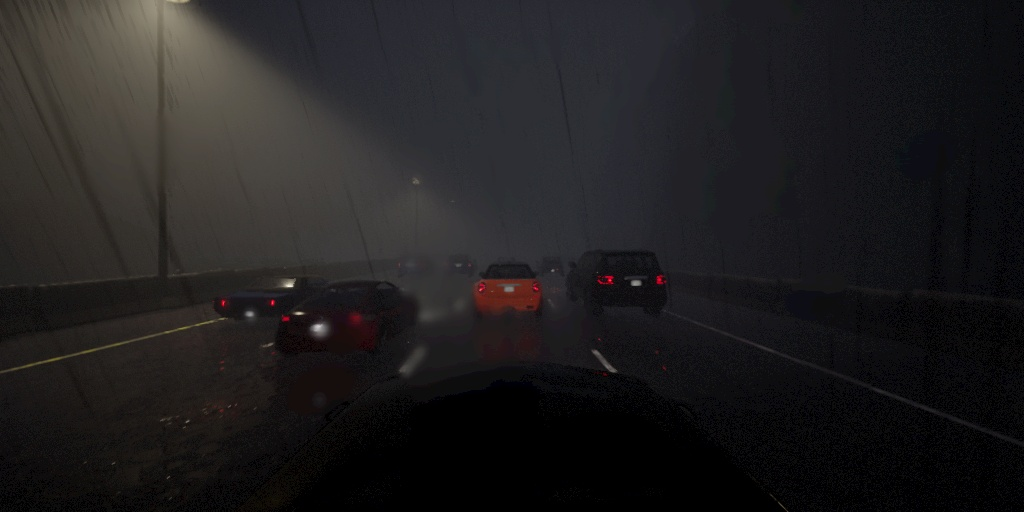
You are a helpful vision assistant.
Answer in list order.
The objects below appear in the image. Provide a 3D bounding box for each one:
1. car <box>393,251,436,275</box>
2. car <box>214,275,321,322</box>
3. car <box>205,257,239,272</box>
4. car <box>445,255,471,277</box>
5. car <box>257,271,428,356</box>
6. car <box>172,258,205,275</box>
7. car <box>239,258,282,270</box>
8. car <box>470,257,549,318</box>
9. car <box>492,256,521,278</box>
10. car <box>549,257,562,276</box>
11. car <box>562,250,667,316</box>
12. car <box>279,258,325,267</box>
[{"bbox_3d":[-7.440,0.714,28.421,2.097,1.767,4.553,0,1,-1],"label":"car"},{"bbox_3d":[-7.098,1.265,11.887,1.895,1.301,4.718,0,1,-1],"label":"car"},{"bbox_3d":[-25.219,0.958,32.914,1.994,1.385,4.181,0,1,-1],"label":"car"},{"bbox_3d":[-3.940,0.686,28.481,2.097,1.767,4.553,0,1,-1],"label":"car"},{"bbox_3d":[-3.537,1.253,8.510,1.994,1.385,4.181,0,1,-1],"label":"car"},{"bbox_3d":[-28.725,0.905,33.215,2.128,1.511,4.902,0,1,-1],"label":"car"},{"bbox_3d":[-21.720,0.919,32.763,2.033,1.411,5.357,0,1,-1],"label":"car"},{"bbox_3d":[-0.113,0.953,12.523,2.097,1.767,4.553,0,1,-1],"label":"car"},{"bbox_3d":[-0.444,0.793,28.818,2.128,1.511,4.902,0,1,-1],"label":"car"},{"bbox_3d":[3.052,0.775,29.026,1.837,1.490,4.892,0,1,-1],"label":"car"},{"bbox_3d":[3.388,0.797,12.603,2.150,2.045,5.566,0,1,-1],"label":"car"},{"bbox_3d":[-18.205,0.962,32.123,1.895,1.301,4.718,0,1,-1],"label":"car"}]
